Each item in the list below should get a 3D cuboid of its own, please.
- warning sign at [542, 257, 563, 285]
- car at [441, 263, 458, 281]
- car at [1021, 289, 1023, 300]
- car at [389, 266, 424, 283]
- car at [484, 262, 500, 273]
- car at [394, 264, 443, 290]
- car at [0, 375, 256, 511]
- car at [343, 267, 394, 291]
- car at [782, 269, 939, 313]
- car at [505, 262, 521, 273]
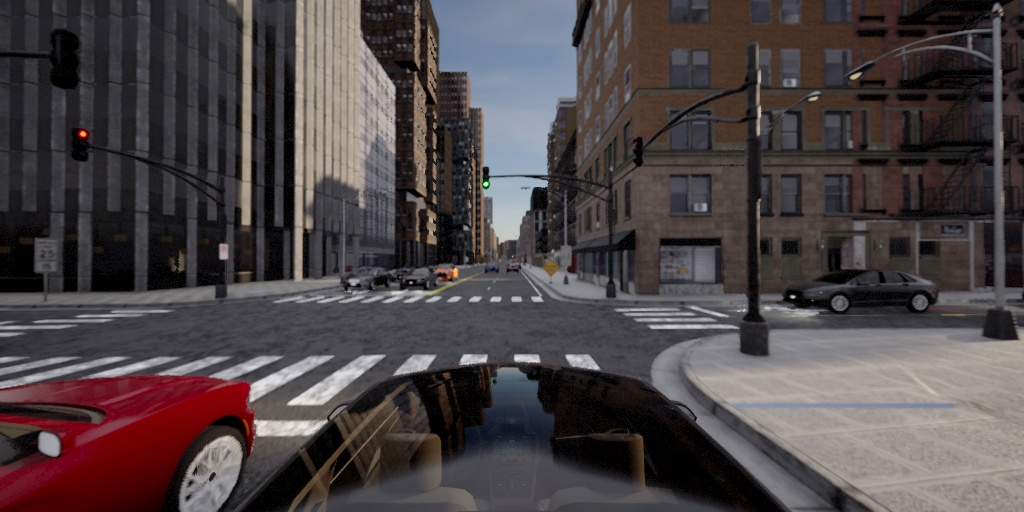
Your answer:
[{"bbox_3d":[2.862,1.164,26.258,1.300,1.860,1.060,0,0,0],"label":"warning sign"},{"bbox_3d":[-6.582,1.507,35.008,2.097,1.767,4.553,0,-1,0],"label":"car"},{"bbox_3d":[22.277,1.191,13.357,4.892,1.490,1.837,0,0,0],"label":"car"},{"bbox_3d":[-9.825,1.703,33.709,1.994,1.385,4.181,0,-1,1],"label":"car"},{"bbox_3d":[-3.166,1.777,56.606,2.097,1.767,4.553,0,-1,0],"label":"car"},{"bbox_3d":[-6.589,1.546,25.805,1.837,1.490,4.892,0,-1,0],"label":"car"},{"bbox_3d":[-3.152,1.220,1.074,1.882,1.535,5.008,0,0,0],"label":"car"},{"bbox_3d":[-9.851,1.520,24.797,2.128,1.511,4.902,0,-1,1],"label":"car"},{"bbox_3d":[12.879,1.258,13.421,4.892,1.490,1.837,0,0,-1],"label":"car"},{"bbox_3d":[0.079,1.921,55.862,1.837,1.490,4.892,0,-1,0],"label":"car"}]
